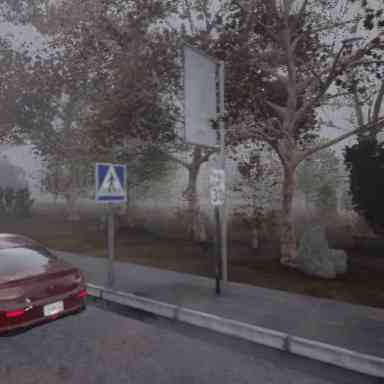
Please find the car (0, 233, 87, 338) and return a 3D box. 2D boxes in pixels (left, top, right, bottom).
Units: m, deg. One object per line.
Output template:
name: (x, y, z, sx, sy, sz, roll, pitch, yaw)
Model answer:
car: (-3.866, 1.507, 6.136, 4.674, 1.442, 1.812, 0, 0, 36)
